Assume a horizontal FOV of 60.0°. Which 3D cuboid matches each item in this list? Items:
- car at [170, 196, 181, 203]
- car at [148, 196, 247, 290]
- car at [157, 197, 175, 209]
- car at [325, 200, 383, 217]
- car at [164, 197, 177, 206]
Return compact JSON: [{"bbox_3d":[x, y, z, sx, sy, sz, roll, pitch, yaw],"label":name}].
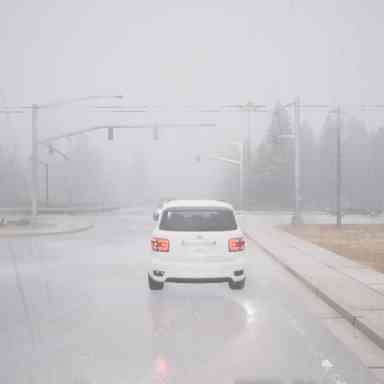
[{"bbox_3d":[-3.383,1.564,68.246,1.994,1.385,4.181,0,0,1],"label":"car"},{"bbox_3d":[0.066,1.218,9.220,2.150,2.045,5.566,0,0,-2],"label":"car"},{"bbox_3d":[-3.589,1.492,46.178,2.128,1.511,4.902,0,0,0],"label":"car"},{"bbox_3d":[14.897,1.518,30.628,4.902,1.511,2.128,0,0,1],"label":"car"},{"bbox_3d":[-3.564,1.564,56.019,1.994,1.385,4.181,0,0,0],"label":"car"}]
